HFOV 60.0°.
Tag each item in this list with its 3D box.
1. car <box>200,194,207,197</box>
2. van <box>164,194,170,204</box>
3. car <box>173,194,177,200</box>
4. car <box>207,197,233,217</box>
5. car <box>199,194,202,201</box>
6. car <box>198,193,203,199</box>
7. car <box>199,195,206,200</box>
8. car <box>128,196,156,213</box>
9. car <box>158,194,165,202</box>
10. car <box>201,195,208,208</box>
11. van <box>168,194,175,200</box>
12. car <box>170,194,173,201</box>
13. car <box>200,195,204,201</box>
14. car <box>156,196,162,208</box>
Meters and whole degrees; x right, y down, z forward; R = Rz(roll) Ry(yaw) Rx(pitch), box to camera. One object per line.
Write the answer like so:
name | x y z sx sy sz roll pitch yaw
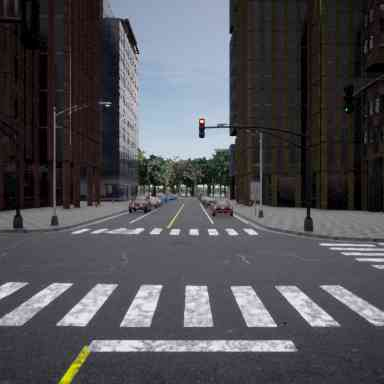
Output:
car | 2.786 1.559 58.930 1.887 1.381 4.507 0 0 0
van | -5.738 1.358 64.371 1.690 1.788 3.998 0 0 0
car | -5.729 1.597 86.121 1.947 1.339 4.313 0 0 0
car | 2.775 1.444 31.742 1.967 1.590 4.097 0 0 0
car | 2.788 1.542 64.537 1.752 1.417 4.829 0 0 0
car | 2.792 1.549 75.412 1.752 1.417 4.829 0 0 0
car | 2.798 1.561 91.725 1.752 1.417 4.829 0 0 0
car | -5.748 1.321 37.183 2.192 1.841 5.009 0 0 0
car | -5.742 1.537 53.326 1.752 1.417 4.829 0 0 0
car | 2.781 1.560 48.055 2.008 1.369 4.403 0 0 0
van | -5.727 1.376 91.559 1.690 1.788 3.998 0 0 0
car | -5.735 1.571 69.809 2.008 1.369 4.403 0 0 0
car | 2.784 1.556 53.492 1.887 1.381 4.507 0 0 0
car | -5.744 1.592 48.058 1.802 1.307 4.206 0 0 0
